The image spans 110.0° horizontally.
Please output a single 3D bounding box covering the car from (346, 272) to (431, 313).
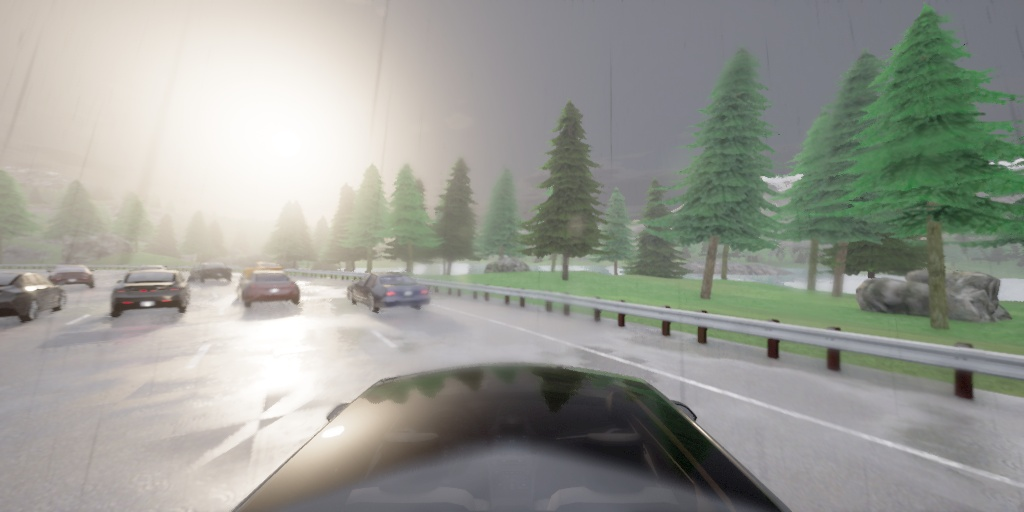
[{"bbox_3d":[-5.105,1.345,14.396,2.033,1.411,5.357,0,0,-37],"label":"car"}]

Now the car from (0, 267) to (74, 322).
[{"bbox_3d":[-16.168,1.252,11.412,1.837,1.490,4.892,1,0,-40],"label":"car"}]

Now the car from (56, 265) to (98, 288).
[{"bbox_3d":[-28.253,1.291,22.977,4.674,1.442,1.812,0,-1,38],"label":"car"}]

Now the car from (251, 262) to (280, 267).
[{"bbox_3d":[-21.381,1.305,30.887,5.008,1.535,1.882,0,-1,38],"label":"car"}]

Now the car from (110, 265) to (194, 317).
[{"bbox_3d":[-13.283,1.272,13.390,1.837,1.490,4.892,1,0,-40],"label":"car"}]

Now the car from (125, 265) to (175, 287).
[{"bbox_3d":[-25.545,1.349,25.267,4.181,1.385,1.994,0,0,38],"label":"car"}]

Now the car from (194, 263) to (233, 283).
[{"bbox_3d":[-23.830,1.284,28.382,5.008,1.535,1.882,0,-1,38],"label":"car"}]

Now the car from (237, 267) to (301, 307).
[{"bbox_3d":[-10.773,1.350,15.831,1.994,1.385,4.181,0,0,-40],"label":"car"}]
